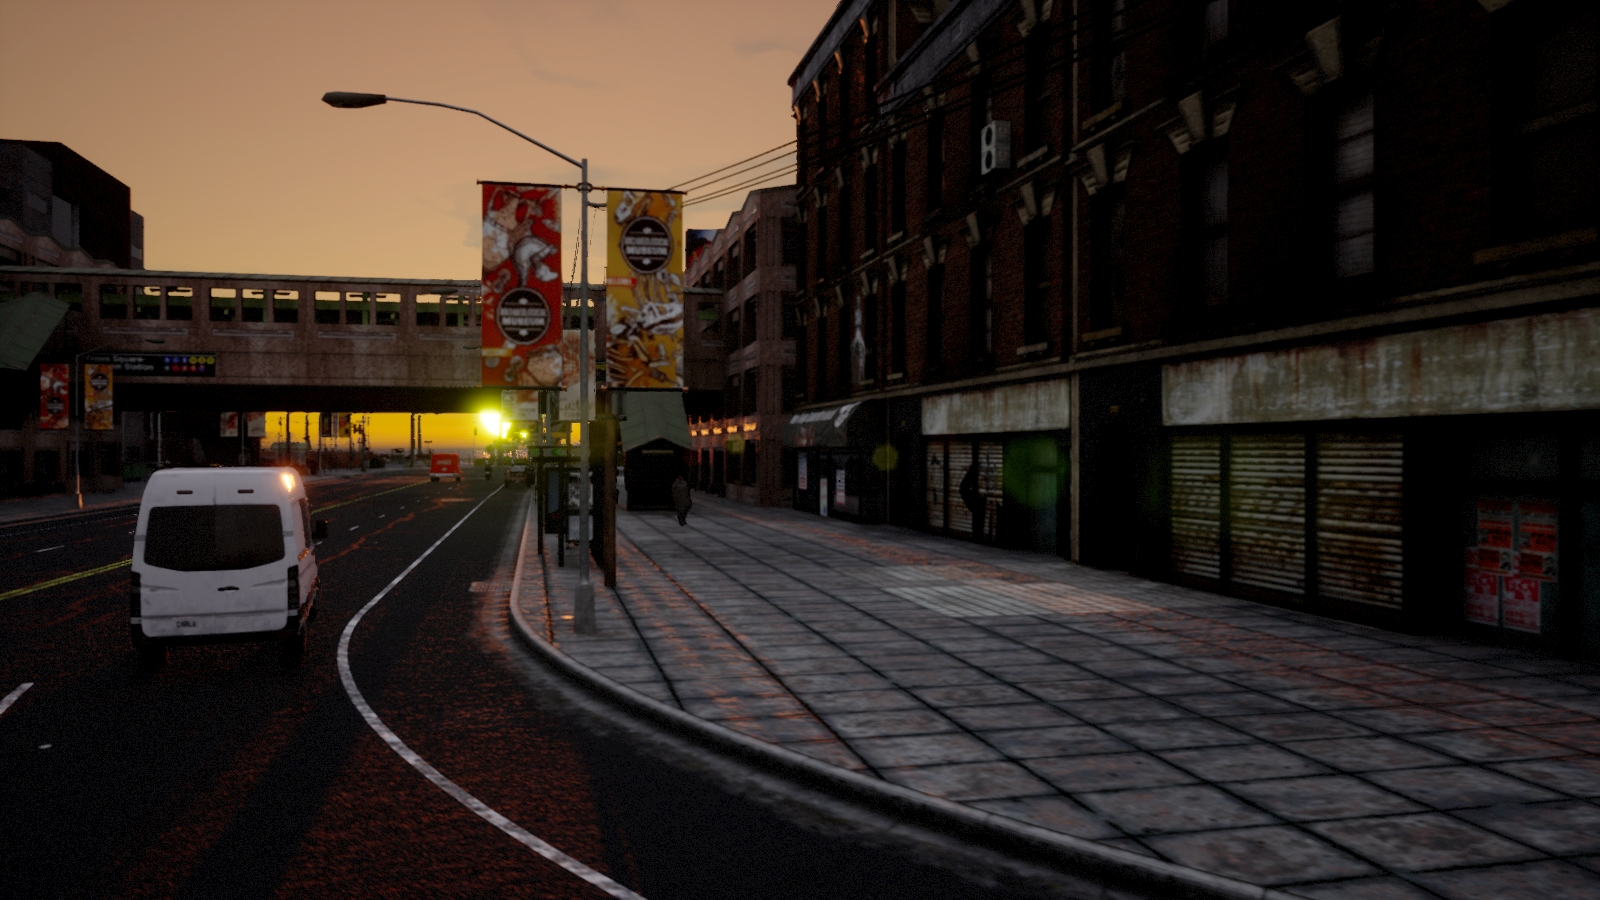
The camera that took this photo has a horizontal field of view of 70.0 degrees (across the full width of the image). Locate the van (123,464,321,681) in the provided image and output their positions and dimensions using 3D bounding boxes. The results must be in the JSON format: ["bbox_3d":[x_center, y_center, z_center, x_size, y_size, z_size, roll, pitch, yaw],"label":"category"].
[{"bbox_3d":[-8.342,1.530,17.034,1.988,2.561,5.915,0,0,-21],"label":"van"}]

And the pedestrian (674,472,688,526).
[{"bbox_3d":[-4.170,1.694,39.912,0.375,1.860,0.375,0,0,-26],"label":"pedestrian"}]
